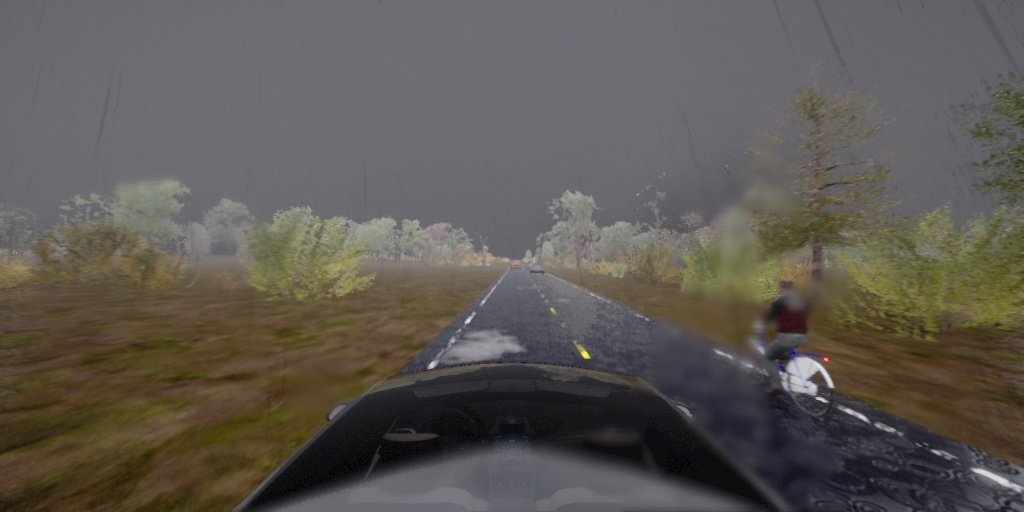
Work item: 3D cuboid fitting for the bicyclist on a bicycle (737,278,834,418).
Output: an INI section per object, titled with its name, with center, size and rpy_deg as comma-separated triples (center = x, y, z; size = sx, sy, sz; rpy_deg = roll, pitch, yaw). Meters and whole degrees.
[bicyclist on a bicycle]
center = 3.845, 1.198, 5.223
size = 0.659, 1.776, 1.843
rpy_deg = 1, 0, 1

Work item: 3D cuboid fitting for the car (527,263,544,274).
[car]
center = 3.729, 1.943, 54.466
size = 1.994, 1.385, 4.181
rpy_deg = 1, -1, 1
